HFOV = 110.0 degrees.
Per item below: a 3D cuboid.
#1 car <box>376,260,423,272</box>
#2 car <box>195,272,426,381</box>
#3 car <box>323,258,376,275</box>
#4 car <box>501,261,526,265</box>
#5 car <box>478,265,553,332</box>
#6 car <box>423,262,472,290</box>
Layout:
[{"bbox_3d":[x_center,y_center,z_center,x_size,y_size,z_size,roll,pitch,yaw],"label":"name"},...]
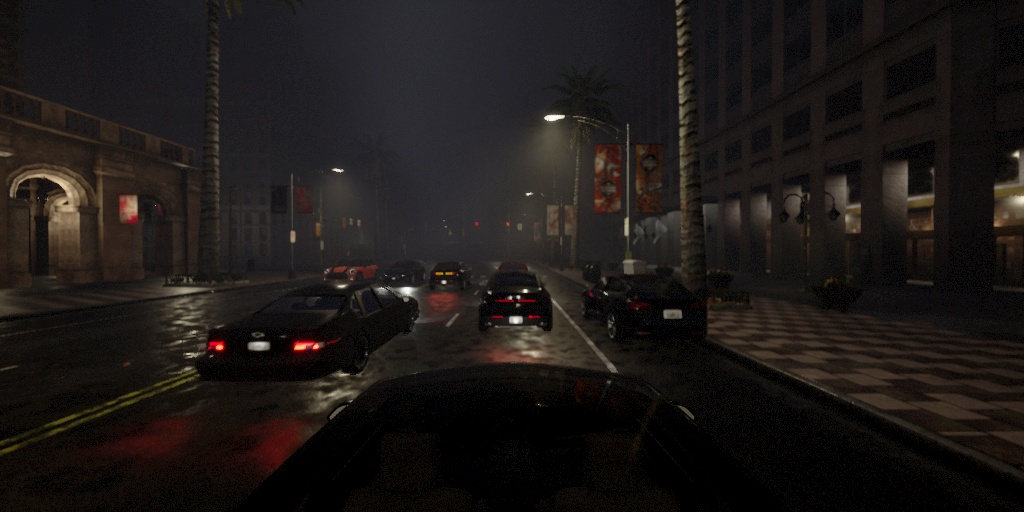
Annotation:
[{"bbox_3d":[-7.045,1.064,23.767,1.837,1.490,4.892,0,1,0],"label":"car"},{"bbox_3d":[-3.409,1.239,7.332,2.033,1.411,5.357,0,0,0],"label":"car"},{"bbox_3d":[-10.545,0.928,23.791,2.097,1.767,4.553,0,1,0],"label":"car"},{"bbox_3d":[0.057,1.035,20.475,1.882,1.535,5.008,0,1,0],"label":"car"},{"bbox_3d":[0.081,1.163,10.447,1.837,1.490,4.892,0,0,0],"label":"car"},{"bbox_3d":[-3.438,1.060,20.527,1.837,1.490,4.892,0,0,0],"label":"car"}]
